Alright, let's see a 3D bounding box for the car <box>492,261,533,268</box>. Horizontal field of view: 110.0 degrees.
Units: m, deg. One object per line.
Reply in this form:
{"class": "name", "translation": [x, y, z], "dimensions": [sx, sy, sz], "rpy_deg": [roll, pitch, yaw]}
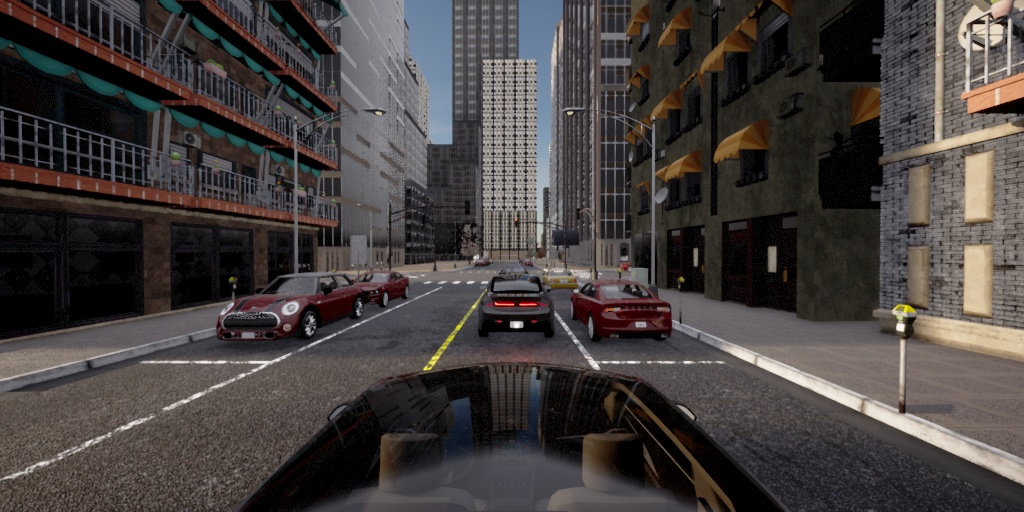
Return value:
{"class": "car", "translation": [0.113, 1.236, 20.386], "dimensions": [2.128, 1.511, 4.902], "rpy_deg": [0, 0, 0]}

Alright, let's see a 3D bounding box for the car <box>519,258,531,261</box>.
{"class": "car", "translation": [2.736, 1.177, 64.275], "dimensions": [1.967, 1.591, 4.097], "rpy_deg": [0, 0, 0]}

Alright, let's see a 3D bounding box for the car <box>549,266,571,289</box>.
{"class": "car", "translation": [2.704, 1.270, 20.919], "dimensions": [1.751, 1.417, 4.829], "rpy_deg": [0, 0, 0]}

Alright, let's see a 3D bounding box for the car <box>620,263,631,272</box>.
{"class": "car", "translation": [14.291, 0.999, 39.882], "dimensions": [4.507, 1.381, 1.888], "rpy_deg": [0, 0, 0]}

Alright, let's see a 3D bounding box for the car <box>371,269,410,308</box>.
{"class": "car", "translation": [-5.682, 1.291, 15.246], "dimensions": [1.888, 1.381, 4.507], "rpy_deg": [0, 0, 0]}

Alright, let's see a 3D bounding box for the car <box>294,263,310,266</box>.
{"class": "car", "translation": [-23.806, 1.488, 39.590], "dimensions": [4.097, 1.591, 1.967], "rpy_deg": [0, 0, 0]}

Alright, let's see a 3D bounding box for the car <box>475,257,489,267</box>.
{"class": "car", "translation": [-5.644, 1.282, 64.282], "dimensions": [1.888, 1.381, 4.507], "rpy_deg": [0, 0, 0]}

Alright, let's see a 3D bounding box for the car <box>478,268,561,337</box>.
{"class": "car", "translation": [0.106, 1.252, 10.253], "dimensions": [1.837, 1.490, 4.892], "rpy_deg": [0, 0, 0]}

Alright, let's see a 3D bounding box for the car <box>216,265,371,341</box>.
{"class": "car", "translation": [-5.686, 1.187, 9.722], "dimensions": [1.967, 1.591, 4.097], "rpy_deg": [0, 0, 0]}

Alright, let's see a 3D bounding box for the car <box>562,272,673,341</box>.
{"class": "car", "translation": [2.696, 1.292, 9.702], "dimensions": [1.888, 1.381, 4.507], "rpy_deg": [0, 0, 0]}
